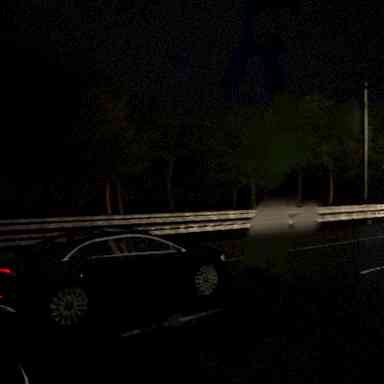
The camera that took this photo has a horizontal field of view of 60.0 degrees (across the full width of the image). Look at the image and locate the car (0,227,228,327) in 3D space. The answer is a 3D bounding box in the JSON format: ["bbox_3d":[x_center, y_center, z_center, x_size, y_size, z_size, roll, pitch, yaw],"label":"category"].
[{"bbox_3d":[-1.410,1.505,7.035,4.902,1.511,2.128,0,0,-35],"label":"car"}]

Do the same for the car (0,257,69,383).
[{"bbox_3d":[-3.344,1.482,1.365,4.902,1.511,2.128,0,0,-35],"label":"car"}]
